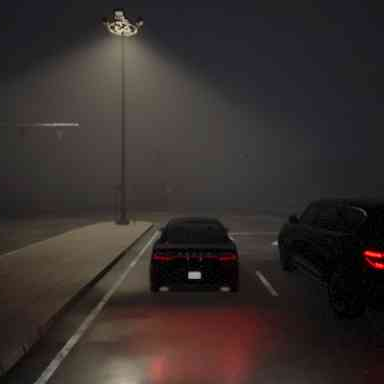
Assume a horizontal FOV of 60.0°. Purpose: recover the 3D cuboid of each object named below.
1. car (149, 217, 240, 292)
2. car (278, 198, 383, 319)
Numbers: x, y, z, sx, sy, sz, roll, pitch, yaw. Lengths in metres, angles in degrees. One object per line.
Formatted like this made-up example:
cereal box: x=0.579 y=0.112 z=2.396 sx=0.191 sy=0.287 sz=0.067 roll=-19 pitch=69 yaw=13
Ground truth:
car: x=0.064 y=1.374 z=8.664 sx=1.882 sy=1.535 sz=5.008 roll=0 pitch=1 yaw=0
car: x=3.567 y=1.133 z=7.314 sx=2.150 sy=2.045 sz=5.566 roll=0 pitch=1 yaw=0
